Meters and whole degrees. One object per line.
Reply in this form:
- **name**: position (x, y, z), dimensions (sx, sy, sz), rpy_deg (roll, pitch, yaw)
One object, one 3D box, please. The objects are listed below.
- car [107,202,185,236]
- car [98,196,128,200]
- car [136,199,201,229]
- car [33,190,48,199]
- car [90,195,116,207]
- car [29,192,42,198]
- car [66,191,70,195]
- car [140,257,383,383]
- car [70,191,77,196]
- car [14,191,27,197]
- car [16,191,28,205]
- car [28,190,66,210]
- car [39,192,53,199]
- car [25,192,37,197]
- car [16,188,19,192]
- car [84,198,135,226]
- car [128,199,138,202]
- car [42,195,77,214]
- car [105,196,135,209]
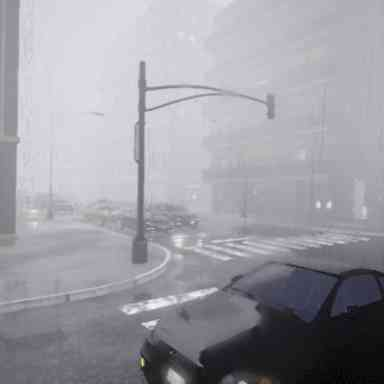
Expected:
- **car**: position (-2.607, 1.469, 17.861), dimensions (2.008, 1.369, 4.403), rpy_deg (2, 0, -36)
- **car**: position (-7.704, 1.323, 29.291), dimensions (1.812, 1.442, 4.674), rpy_deg (1, 0, -36)
- **car**: position (-1.392, 1.441, 20.580), dimensions (1.837, 1.490, 4.892), rpy_deg (1, 0, -36)
- **car**: position (-35.010, 0.503, 76.845), dimensions (2.192, 1.841, 5.009), rpy_deg (2, 0, -36)
- **car**: position (-12.241, 1.205, 45.430), dimensions (1.752, 1.417, 4.829), rpy_deg (2, 0, -36)
- **car**: position (-38.285, 0.669, 81.352), dimensions (2.008, 1.369, 4.403), rpy_deg (2, 0, -36)
- **car**: position (-18.095, 0.919, 43.703), dimensions (2.097, 1.767, 4.553), rpy_deg (1, 0, -35)
- **car**: position (1.474, 1.617, 4.295), dimensions (4.181, 1.385, 1.994), rpy_deg (1, -1, -35)
- **car**: position (-21.939, 0.784, 58.816), dimensions (2.192, 1.841, 5.009), rpy_deg (2, 0, -36)
- **car**: position (-42.956, 0.544, 83.198), dimensions (2.128, 1.511, 4.902), rpy_deg (1, 0, -36)
- **car**: position (-22.113, 1.014, 44.769), dimensions (1.752, 1.417, 4.829), rpy_deg (2, 0, -36)
- **car**: position (-15.671, 0.944, 35.893), dimensions (2.192, 1.841, 5.009), rpy_deg (2, 0, -36)
- **car**: position (-31.749, 0.802, 72.337), dimensions (1.887, 1.381, 4.507), rpy_deg (2, 0, -36)
- **car**: position (-41.553, 0.614, 85.860), dimensions (1.947, 1.339, 4.313), rpy_deg (2, 0, -36)
- **car**: position (-25.474, 0.731, 49.416), dimensions (2.192, 1.841, 5.009), rpy_deg (2, 0, -36)
- **car**: position (-5.774, 1.373, 22.231), dimensions (1.752, 1.417, 4.829), rpy_deg (2, 0, -36)
- **car**: position (-5.607, 1.376, 36.277), dimensions (2.008, 1.369, 4.403), rpy_deg (2, 0, -36)
- **car**: position (-12.410, 1.246, 31.384), dimensions (1.887, 1.381, 4.507), rpy_deg (2, 0, -36)
- **car**: position (-8.875, 1.304, 40.784), dimensions (2.008, 1.369, 4.403), rpy_deg (2, 0, -36)
